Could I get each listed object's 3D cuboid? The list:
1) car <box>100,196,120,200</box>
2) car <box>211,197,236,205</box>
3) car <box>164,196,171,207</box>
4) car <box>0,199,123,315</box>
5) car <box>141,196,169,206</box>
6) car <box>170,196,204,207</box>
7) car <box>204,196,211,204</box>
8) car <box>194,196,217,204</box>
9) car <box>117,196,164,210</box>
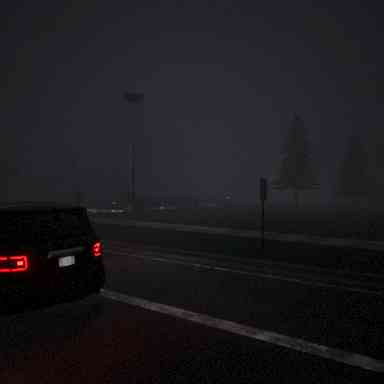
[{"bbox_3d":[-9.329,1.352,43.910,2.097,1.767,4.553,0,0,35],"label":"car"},{"bbox_3d":[6.062,1.547,59.836,2.033,1.411,5.357,0,0,35],"label":"car"},{"bbox_3d":[-3.864,1.352,51.744,2.097,1.767,4.553,0,0,35],"label":"car"},{"bbox_3d":[-4.238,1.221,6.970,5.566,2.045,2.150,0,0,35],"label":"car"},{"bbox_3d":[-6.059,1.505,54.714,1.837,1.490,4.892,0,0,35],"label":"car"},{"bbox_3d":[-0.672,1.505,50.203,1.837,1.490,4.892,0,0,35],"label":"car"},{"bbox_3d":[4.250,1.600,63.305,1.895,1.301,4.718,0,0,35],"label":"car"},{"bbox_3d":[2.740,1.547,67.206,2.033,1.411,5.357,0,0,35],"label":"car"},{"bbox_3d":[-6.395,1.547,42.001,2.033,1.411,5.357,0,0,35],"label":"car"}]
